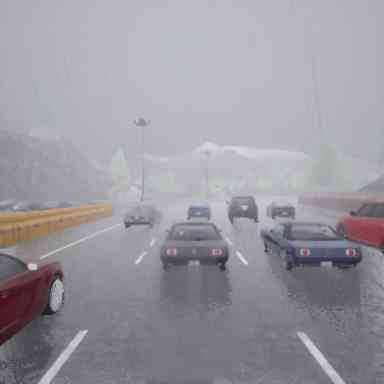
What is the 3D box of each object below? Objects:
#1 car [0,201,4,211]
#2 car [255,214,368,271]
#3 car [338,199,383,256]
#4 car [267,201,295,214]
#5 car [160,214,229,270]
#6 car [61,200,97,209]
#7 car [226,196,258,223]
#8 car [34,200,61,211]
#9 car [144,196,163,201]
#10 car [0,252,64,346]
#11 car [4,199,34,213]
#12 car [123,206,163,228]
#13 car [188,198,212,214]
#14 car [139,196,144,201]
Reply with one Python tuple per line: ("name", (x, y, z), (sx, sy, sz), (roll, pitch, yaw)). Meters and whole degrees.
("car", (-22.588, 1.654, 41.526), (1.882, 1.535, 5.008), (0, 0, 9))
("car", (3.569, 1.634, 11.018), (1.895, 1.301, 4.718), (0, 0, 0))
("car", (7.070, 1.253, 11.593), (2.150, 2.045, 5.566), (0, 0, 0))
("car", (7.764, 1.569, 29.348), (1.882, 1.535, 5.008), (0, 0, 5))
("car", (0.069, 1.640, 11.140), (1.895, 1.301, 4.718), (0, 0, 0))
("car", (-12.492, 1.698, 38.333), (2.033, 1.411, 5.357), (0, 0, 9))
("car", (4.016, 1.309, 26.851), (2.150, 2.045, 5.566), (0, 0, 4))
("car", (-15.860, 1.707, 39.414), (2.033, 1.411, 5.357), (0, 0, 9))
("car", (-8.608, 1.740, 78.249), (2.128, 1.511, 4.902), (0, 0, 22))
("car", (-3.443, 1.499, 4.581), (1.882, 1.535, 5.008), (0, 0, 0))
("car", (-19.338, 1.656, 39.551), (2.128, 1.511, 4.902), (0, 0, 8))
("car", (-3.243, 1.631, 22.706), (2.033, 1.411, 5.357), (0, 0, 3))
("car", (0.738, 1.578, 29.326), (1.882, 1.535, 5.008), (0, 0, 5))
("car", (-11.159, 1.640, 81.182), (1.994, 1.385, 4.181), (0, 0, 22))
